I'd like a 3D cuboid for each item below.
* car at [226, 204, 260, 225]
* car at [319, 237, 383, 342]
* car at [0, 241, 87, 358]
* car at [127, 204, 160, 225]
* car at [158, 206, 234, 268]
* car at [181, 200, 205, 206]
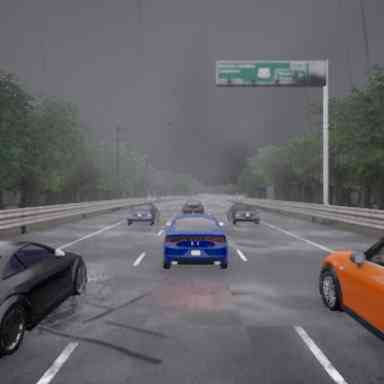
[{"bbox_3d":[3.606,1.543,24.049,2.033,1.411,5.357,0,0,0],"label":"car"},{"bbox_3d":[3.602,1.348,4.850,2.097,1.767,4.553,0,0,0],"label":"car"},{"bbox_3d":[-3.397,1.559,6.003,1.994,1.385,4.181,0,0,0],"label":"car"},{"bbox_3d":[-3.395,1.543,23.999,2.033,1.411,5.357,0,0,0],"label":"car"},{"bbox_3d":[0.104,1.469,11.331,1.882,1.535,5.008,0,0,0],"label":"car"},{"bbox_3d":[0.108,1.508,29.616,1.837,1.490,4.892,0,0,0],"label":"car"}]
